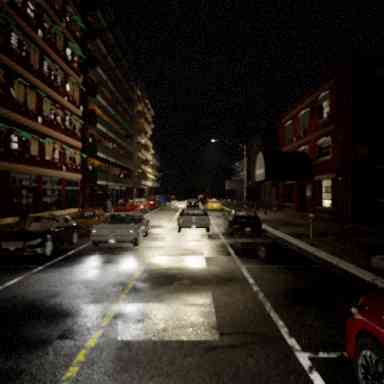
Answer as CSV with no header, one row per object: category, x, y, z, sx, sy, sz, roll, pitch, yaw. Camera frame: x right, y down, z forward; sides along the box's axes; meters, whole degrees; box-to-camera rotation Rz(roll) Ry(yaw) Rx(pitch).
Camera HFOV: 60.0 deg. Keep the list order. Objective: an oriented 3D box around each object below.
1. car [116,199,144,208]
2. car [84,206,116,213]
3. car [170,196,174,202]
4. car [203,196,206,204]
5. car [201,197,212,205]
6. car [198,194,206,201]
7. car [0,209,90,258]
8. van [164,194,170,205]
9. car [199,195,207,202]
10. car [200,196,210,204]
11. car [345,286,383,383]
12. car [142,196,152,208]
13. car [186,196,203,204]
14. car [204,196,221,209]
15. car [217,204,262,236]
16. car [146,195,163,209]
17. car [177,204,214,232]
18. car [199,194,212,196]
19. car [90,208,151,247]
car,-5.691,1.575,29.308,1.887,1.381,4.507,0,0,0
car,-5.690,1.541,18.059,1.752,1.417,4.829,0,0,0
car,-5.695,1.435,73.622,2.192,1.841,5.009,0,0,0
car,2.688,1.606,45.926,2.008,1.369,4.403,0,0,0
car,2.686,1.616,62.714,1.752,1.417,4.829,0,0,0
car,2.684,1.480,90.242,2.192,1.841,5.009,0,0,0
car,-5.689,1.561,12.689,2.008,1.369,4.403,0,0,0
van,-5.694,1.432,62.543,1.690,1.788,3.998,0,0,0
car,2.684,1.590,84.702,1.967,1.590,4.097,0,0,0
car,2.686,1.545,68.083,1.967,1.590,4.097,0,0,0
car,2.694,1.316,1.613,2.192,1.841,5.009,0,0,0
car,-5.691,1.478,34.846,1.967,1.590,4.097,0,0,0
car,0.097,1.602,45.195,2.033,1.411,5.357,0,0,0
car,2.688,1.572,40.557,1.752,1.417,4.829,0,0,0
car,2.691,1.567,18.230,2.008,1.369,4.403,0,0,0
car,-5.692,1.371,45.926,2.192,1.841,5.009,0,0,0
car,0.096,1.619,20.359,1.895,1.301,4.718,0,0,0
car,2.688,1.393,57.005,2.192,1.841,5.009,0,0,0
car,-3.094,1.613,15.154,1.895,1.301,4.718,0,0,0
